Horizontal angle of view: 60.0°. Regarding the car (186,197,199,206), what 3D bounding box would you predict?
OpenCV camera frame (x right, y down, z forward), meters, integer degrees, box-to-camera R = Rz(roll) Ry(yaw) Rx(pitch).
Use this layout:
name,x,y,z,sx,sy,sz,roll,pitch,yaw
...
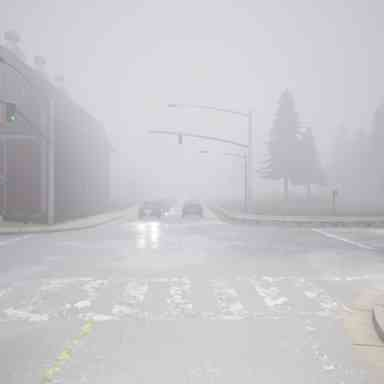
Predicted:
name,x,y,z,sx,sy,sz,roll,pitch,yaw
car,0.062,1.547,55.877,2.033,1.411,5.357,0,0,0

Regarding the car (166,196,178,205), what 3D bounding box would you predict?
name,x,y,z,sx,sy,sz,roll,pitch,yaw
car,-3.486,1.478,59.820,1.882,1.535,5.008,0,0,0

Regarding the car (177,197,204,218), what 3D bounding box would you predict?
name,x,y,z,sx,sy,sz,roll,pitch,yaw
car,0.033,1.492,30.411,2.128,1.511,4.902,0,0,0

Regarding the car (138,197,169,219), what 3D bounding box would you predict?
name,x,y,z,sx,sy,sz,roll,pitch,yaw
car,-3.568,1.491,29.596,2.128,1.511,4.902,0,0,0

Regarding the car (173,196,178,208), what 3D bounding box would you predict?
name,x,y,z,sx,sy,sz,roll,pitch,yaw
car,-3.539,1.526,49.332,1.812,1.442,4.674,0,0,0

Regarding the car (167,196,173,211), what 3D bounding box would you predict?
name,x,y,z,sx,sy,sz,roll,pitch,yaw
car,-3.555,1.505,39.067,1.837,1.490,4.892,0,0,0
